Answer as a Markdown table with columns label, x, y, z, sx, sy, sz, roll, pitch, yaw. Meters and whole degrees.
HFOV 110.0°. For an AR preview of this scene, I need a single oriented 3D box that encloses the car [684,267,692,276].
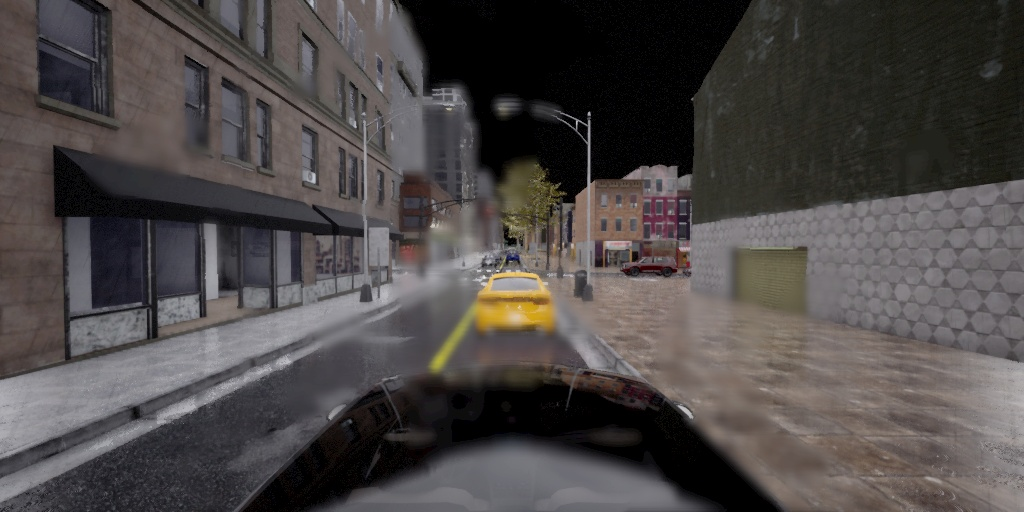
| label | x | y | z | sx | sy | sz | roll | pitch | yaw |
| --- | --- | --- | --- | --- | --- | --- | --- | --- | --- |
| car | 18.119 | 1.297 | 33.391 | 4.207 | 1.307 | 1.802 | 0 | 0 | 0 |

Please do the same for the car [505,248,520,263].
| label | x | y | z | sx | sy | sz | roll | pitch | yaw |
| --- | --- | --- | --- | --- | --- | --- | --- | --- | --- |
| car | 0.137 | -0.013 | 58.452 | 2.150 | 2.045 | 5.566 | 0 | 2 | 0 |

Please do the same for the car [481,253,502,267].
| label | x | y | z | sx | sy | sz | roll | pitch | yaw |
| --- | --- | --- | --- | --- | --- | --- | --- | --- | --- |
| car | -2.820 | 0.615 | 45.972 | 2.128 | 1.511 | 4.902 | 0 | 2 | 1 |

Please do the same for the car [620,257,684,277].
| label | x | y | z | sx | sy | sz | roll | pitch | yaw |
| --- | --- | --- | --- | --- | --- | --- | --- | --- | --- |
| car | 12.717 | 0.953 | 33.384 | 5.009 | 1.841 | 2.192 | 0 | 0 | 0 |

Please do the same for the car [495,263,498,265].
| label | x | y | z | sx | sy | sz | roll | pitch | yaw |
| --- | --- | --- | --- | --- | --- | --- | --- | --- | --- |
| car | 0.076 | 1.250 | 19.856 | 1.895 | 1.301 | 4.718 | 0 | 1 | 0 |

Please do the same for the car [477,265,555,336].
| label | x | y | z | sx | sy | sz | roll | pitch | yaw |
| --- | --- | --- | --- | --- | --- | --- | --- | --- | --- |
| car | 0.100 | 1.206 | 10.414 | 1.882 | 1.535 | 5.008 | 0 | 0 | 0 |
